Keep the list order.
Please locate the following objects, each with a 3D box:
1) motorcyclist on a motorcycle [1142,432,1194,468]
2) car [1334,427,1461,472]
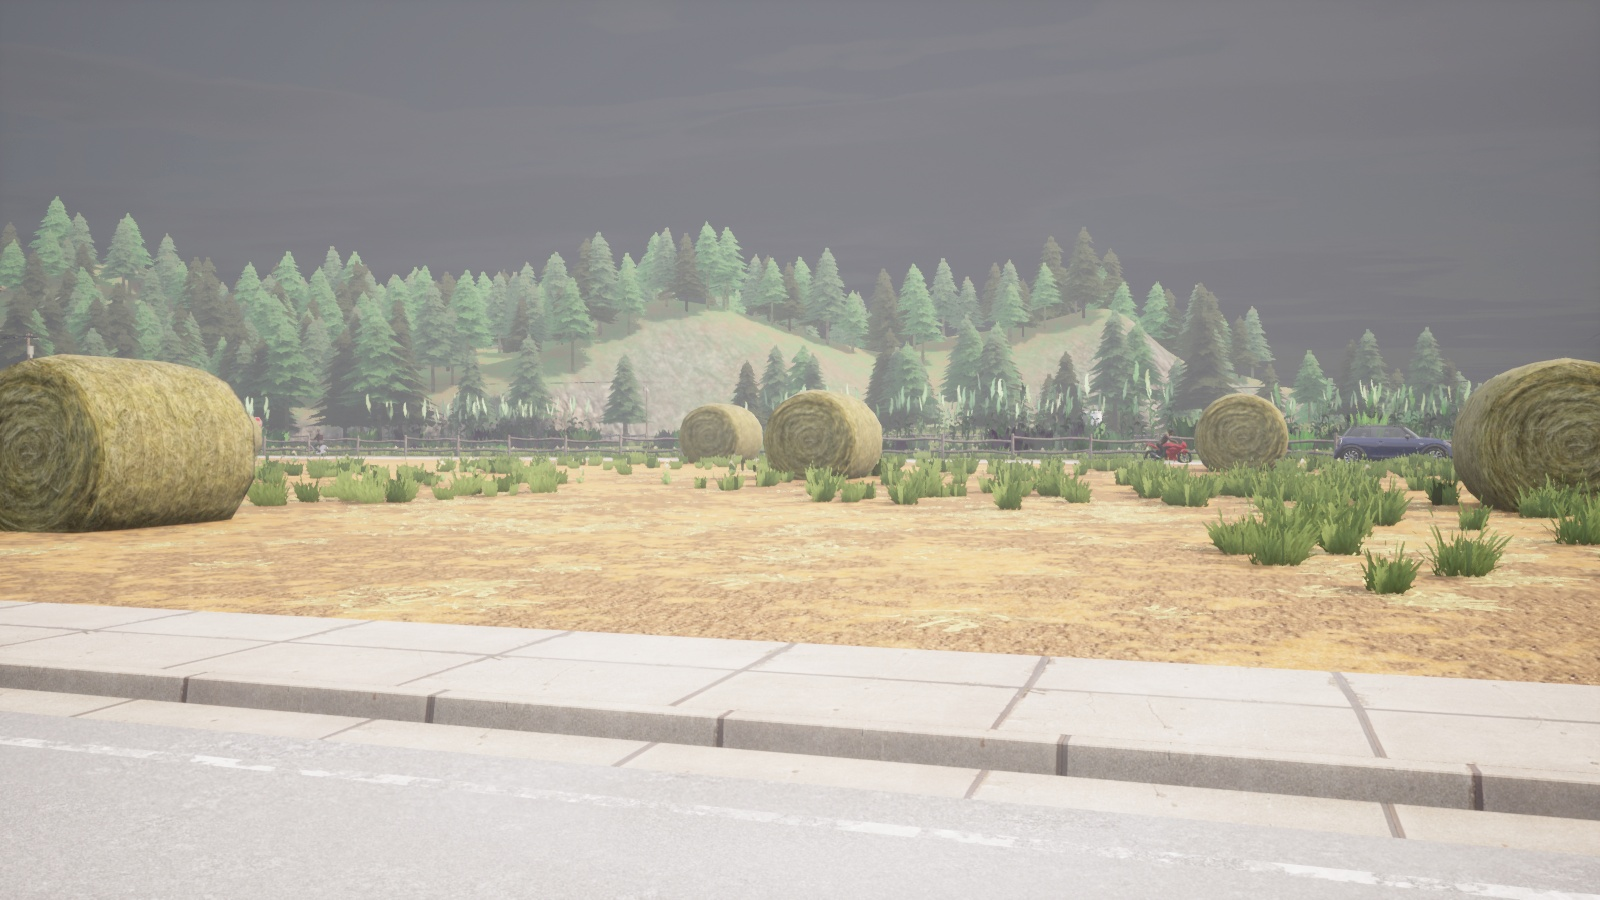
[{"bbox_3d":[15.920,-0.010,54.335,2.044,1.523,0.797,1,1,22],"label":"motorcyclist on a motorcycle"},{"bbox_3d":[24.135,-0.048,50.938,4.553,1.767,2.097,1,1,23],"label":"car"}]
